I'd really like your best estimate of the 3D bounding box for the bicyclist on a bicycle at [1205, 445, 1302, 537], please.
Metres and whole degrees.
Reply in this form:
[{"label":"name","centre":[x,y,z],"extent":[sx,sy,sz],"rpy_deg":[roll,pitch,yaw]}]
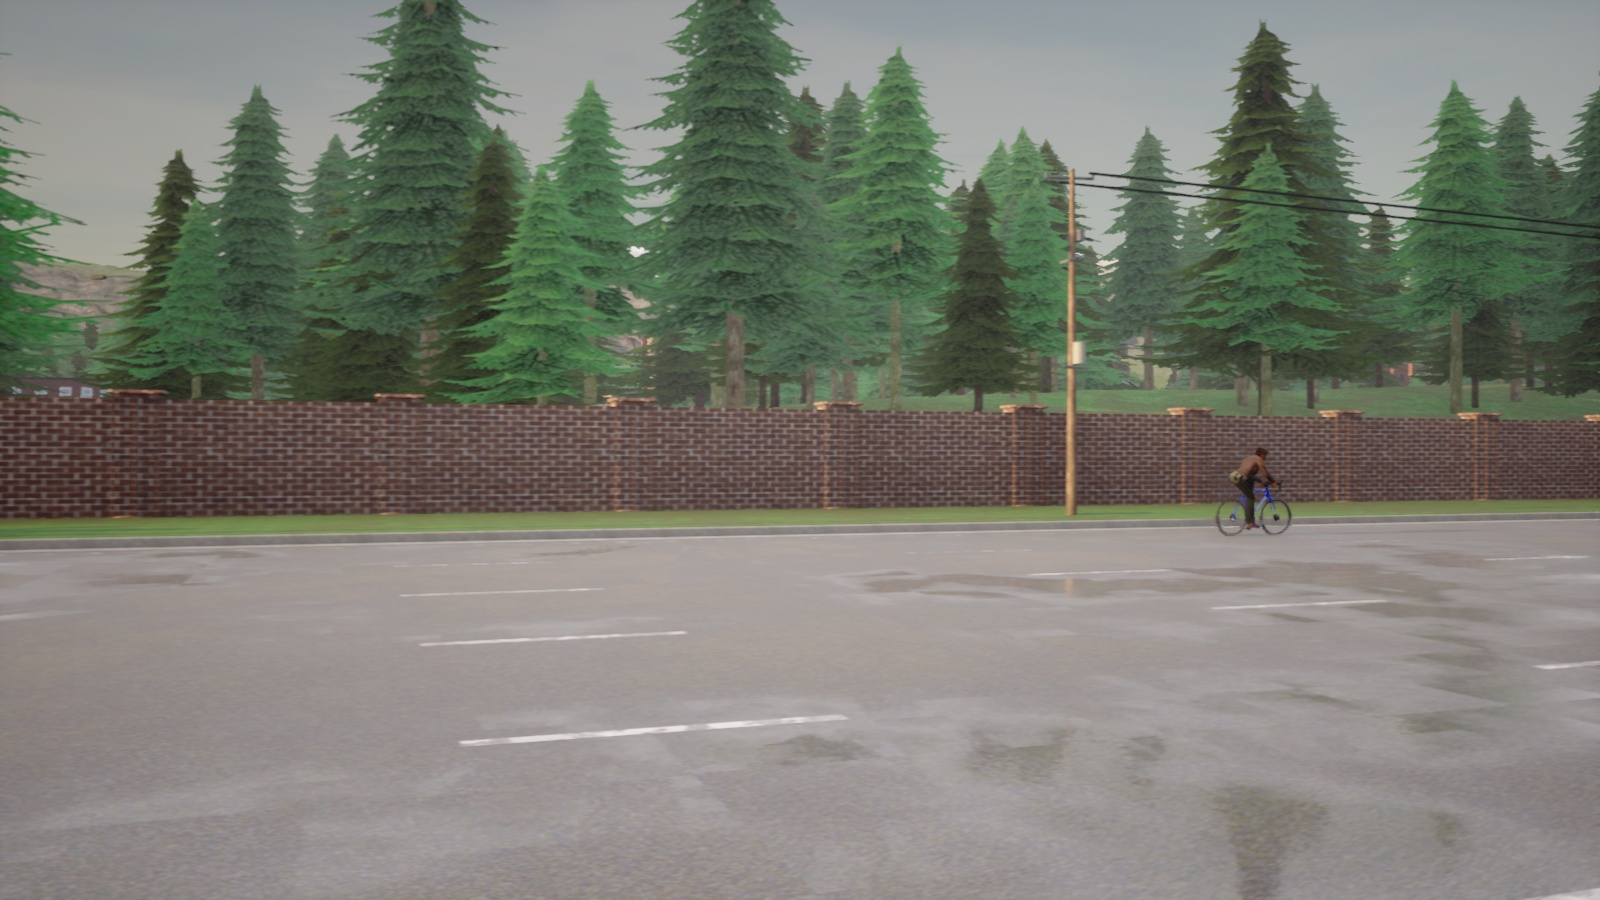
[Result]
[{"label":"bicyclist on a bicycle","centre":[8.237,0.733,22.818],"extent":[1.656,1.620,0.582],"rpy_deg":[0,0,-19]}]
